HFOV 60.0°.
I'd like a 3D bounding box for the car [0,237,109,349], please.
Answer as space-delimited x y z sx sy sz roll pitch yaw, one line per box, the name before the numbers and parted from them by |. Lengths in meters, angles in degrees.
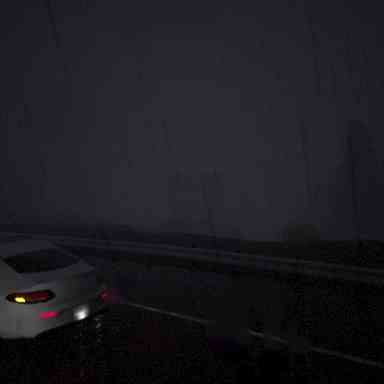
car | -3.575 1.578 6.110 4.674 1.442 1.812 -1 0 32
